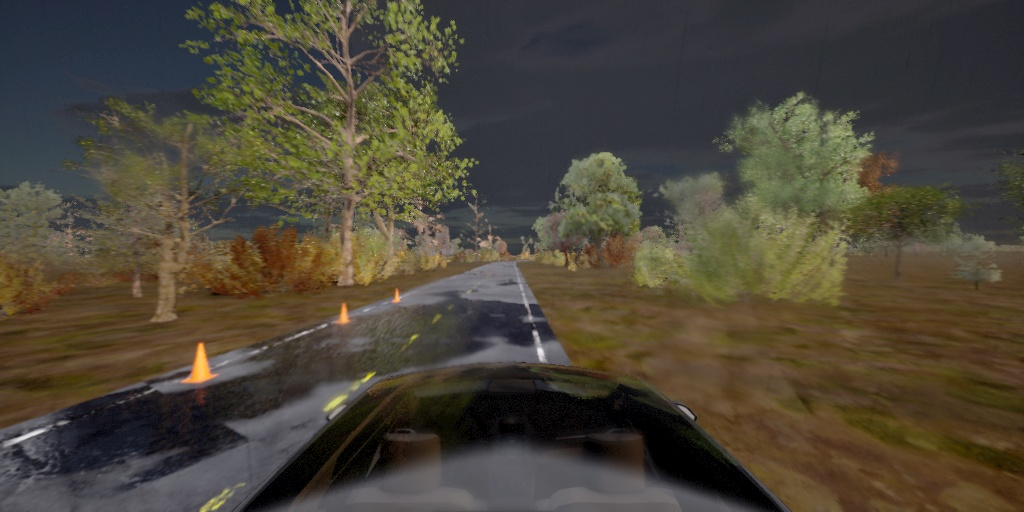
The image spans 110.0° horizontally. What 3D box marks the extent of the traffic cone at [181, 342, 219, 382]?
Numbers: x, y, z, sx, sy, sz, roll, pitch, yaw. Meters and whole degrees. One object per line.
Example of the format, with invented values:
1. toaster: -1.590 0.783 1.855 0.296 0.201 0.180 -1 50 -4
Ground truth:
1. traffic cone: -5.101 1.716 5.877 0.340 0.580 0.340 0 0 0

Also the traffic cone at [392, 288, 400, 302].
1. traffic cone: -5.099 1.718 15.877 0.340 0.580 0.340 0 0 0

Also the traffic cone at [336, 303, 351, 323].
1. traffic cone: -5.100 1.717 10.877 0.340 0.580 0.340 0 0 0
